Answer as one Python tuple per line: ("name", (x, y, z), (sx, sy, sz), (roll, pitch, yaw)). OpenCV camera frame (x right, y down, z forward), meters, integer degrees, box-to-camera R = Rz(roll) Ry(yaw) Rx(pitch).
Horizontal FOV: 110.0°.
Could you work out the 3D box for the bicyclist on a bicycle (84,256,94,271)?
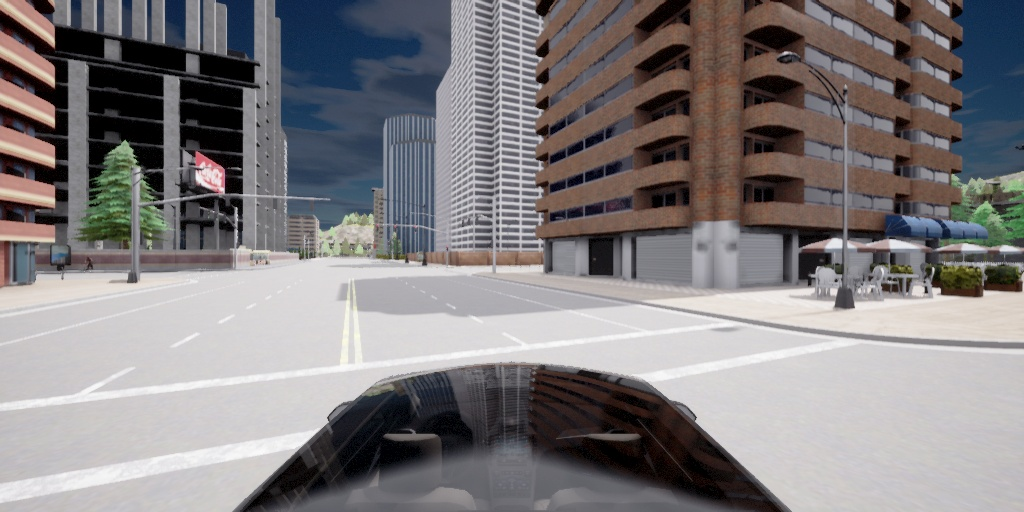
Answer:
("bicyclist on a bicycle", (-46.131, 0.876, 39.093), (0.582, 1.620, 1.656), (0, 0, -24))
